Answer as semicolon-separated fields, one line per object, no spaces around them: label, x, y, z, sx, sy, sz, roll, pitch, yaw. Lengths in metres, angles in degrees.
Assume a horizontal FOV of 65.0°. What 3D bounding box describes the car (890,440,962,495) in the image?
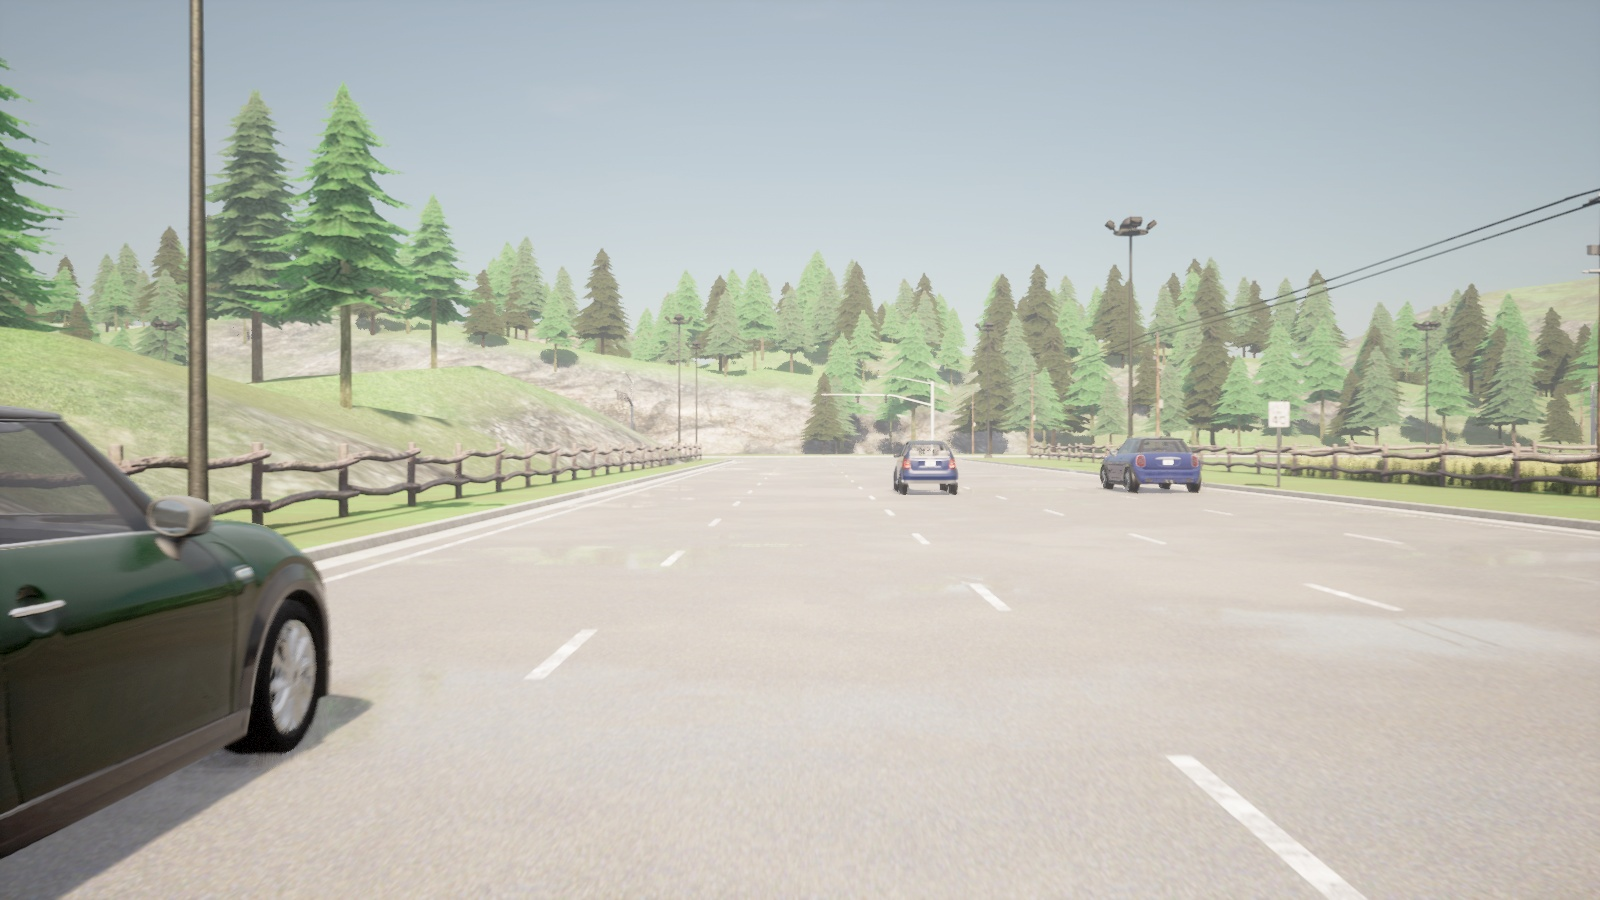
car;3.727;0.509;37.668;1.789;1.549;3.705;0;0;0

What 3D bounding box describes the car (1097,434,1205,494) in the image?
car;10.734;0.395;38.760;2.097;1.767;4.553;0;0;0

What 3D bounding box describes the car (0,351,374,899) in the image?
car;-3.458;0.576;4.782;2.097;1.767;4.553;0;0;0
